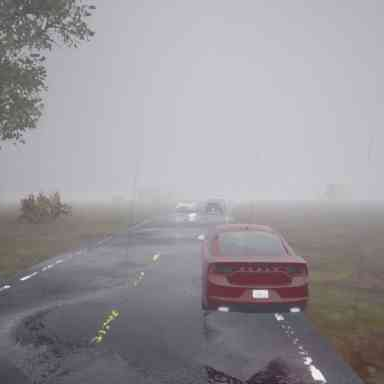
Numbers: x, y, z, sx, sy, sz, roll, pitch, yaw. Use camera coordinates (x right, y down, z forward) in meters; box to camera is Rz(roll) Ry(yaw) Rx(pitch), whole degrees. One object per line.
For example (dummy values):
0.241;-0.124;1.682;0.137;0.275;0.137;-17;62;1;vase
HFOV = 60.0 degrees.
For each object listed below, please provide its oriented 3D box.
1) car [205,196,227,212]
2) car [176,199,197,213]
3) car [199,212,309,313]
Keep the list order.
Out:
2.480;1.493;35.864;1.837;1.490;4.892;0;0;8;car
-0.578;1.513;36.877;1.812;1.442;4.674;0;0;8;car
1.171;1.478;7.792;1.882;1.535;5.008;0;0;2;car
